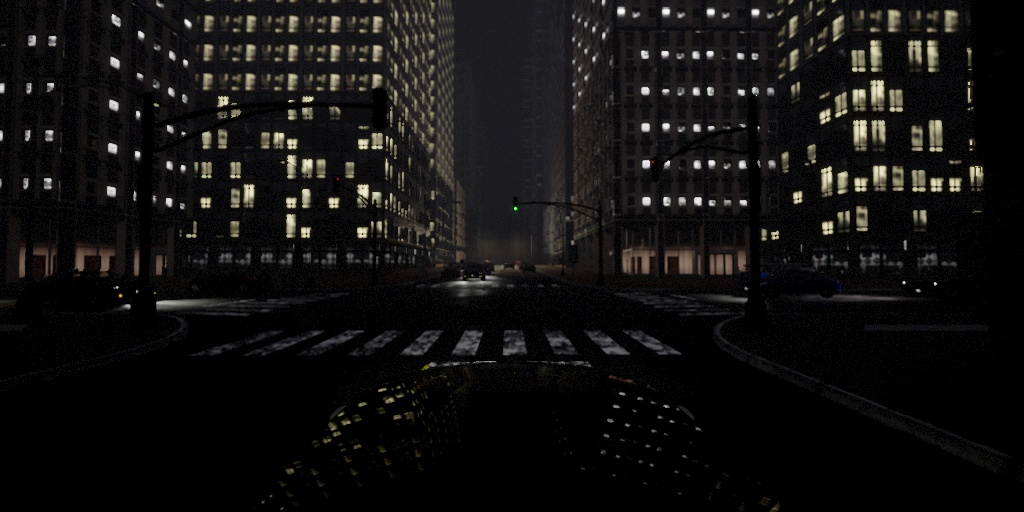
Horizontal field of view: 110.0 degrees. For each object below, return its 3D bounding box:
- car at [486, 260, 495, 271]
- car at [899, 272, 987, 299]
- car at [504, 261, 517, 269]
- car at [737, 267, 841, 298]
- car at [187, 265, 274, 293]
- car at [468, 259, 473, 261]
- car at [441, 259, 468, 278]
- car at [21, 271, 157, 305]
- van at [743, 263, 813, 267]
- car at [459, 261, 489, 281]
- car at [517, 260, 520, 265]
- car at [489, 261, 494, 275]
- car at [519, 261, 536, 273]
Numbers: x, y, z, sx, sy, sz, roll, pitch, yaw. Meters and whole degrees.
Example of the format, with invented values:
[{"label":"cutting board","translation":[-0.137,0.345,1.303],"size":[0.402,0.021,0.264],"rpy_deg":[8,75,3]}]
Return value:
[{"label":"car","translation":[-3.571,1.594,53.816],"size":[2.033,1.411,5.357],"rpy_deg":[0,0,0]},{"label":"car","translation":[23.644,1.519,18.950],"size":[4.718,1.301,1.895],"rpy_deg":[0,-1,0]},{"label":"car","translation":[-0.469,1.593,63.556],"size":[2.128,1.511,4.902],"rpy_deg":[0,0,0]},{"label":"car","translation":[14.600,1.428,18.885],"size":[4.674,1.442,1.812],"rpy_deg":[0,-1,-2]},{"label":"car","translation":[-16.670,1.363,21.246],"size":[4.097,1.591,1.967],"rpy_deg":[0,0,0]},{"label":"car","translation":[-6.113,1.329,47.931],"size":[2.192,1.841,5.009],"rpy_deg":[0,0,-1]},{"label":"car","translation":[-6.010,1.390,36.782],"size":[1.967,1.591,4.097],"rpy_deg":[0,0,-1]},{"label":"car","translation":[-18.079,1.342,15.469],"size":[4.181,1.385,1.994],"rpy_deg":[0,-1,0]},{"label":"van","translation":[15.803,1.310,21.472],"size":[3.998,1.789,1.690],"rpy_deg":[0,0,0]},{"label":"car","translation":[-3.385,1.433,32.962],"size":[1.837,1.490,4.892],"rpy_deg":[0,0,-1]},{"label":"car","translation":[2.163,1.601,59.396],"size":[1.751,1.417,4.829],"rpy_deg":[0,0,-1]},{"label":"car","translation":[-3.477,1.587,43.179],"size":[1.895,1.301,4.718],"rpy_deg":[0,0,0]},{"label":"car","translation":[2.266,1.594,48.071],"size":[1.802,1.307,4.207],"rpy_deg":[0,0,-1]}]
